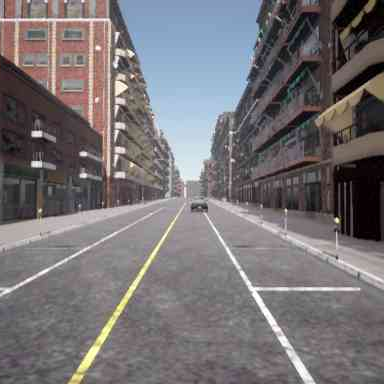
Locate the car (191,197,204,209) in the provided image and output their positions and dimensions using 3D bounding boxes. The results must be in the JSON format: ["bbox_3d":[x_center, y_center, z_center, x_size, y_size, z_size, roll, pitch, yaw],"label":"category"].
[{"bbox_3d":[0.824,1.556,48.730,1.801,1.575,5.366,0,0,0],"label":"car"}]

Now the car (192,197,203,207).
[{"bbox_3d":[0.825,1.590,54.732,1.801,1.575,5.366,0,0,0],"label":"car"}]

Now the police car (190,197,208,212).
[{"bbox_3d":[0.825,1.489,38.645,1.930,1.638,5.238,0,0,0],"label":"police car"}]
